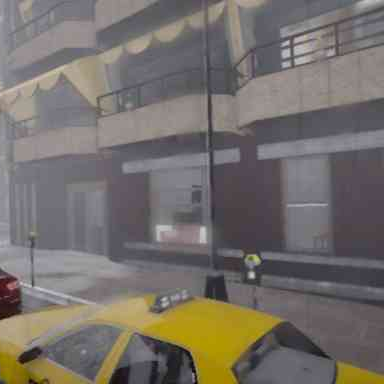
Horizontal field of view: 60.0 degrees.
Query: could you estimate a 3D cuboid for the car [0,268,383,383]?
[{"bbox_3d":[-0.394,1.547,3.027,4.829,1.417,1.752,-1,-2,36],"label":"car"}]
